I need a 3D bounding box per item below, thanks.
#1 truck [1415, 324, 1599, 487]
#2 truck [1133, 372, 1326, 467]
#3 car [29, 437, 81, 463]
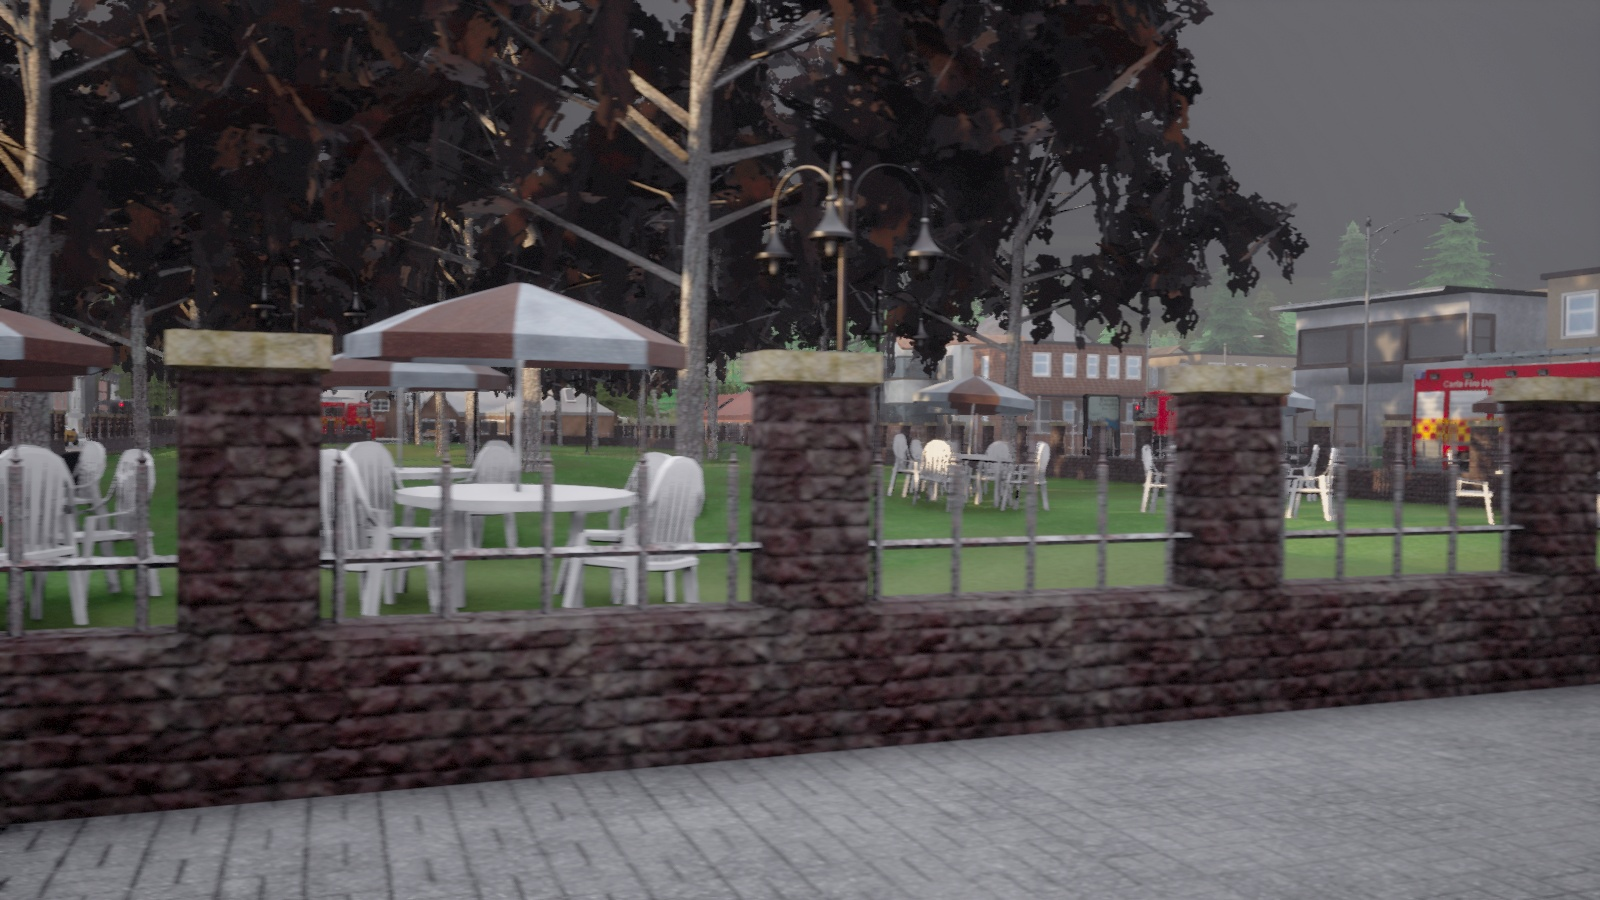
[{"bbox_3d":[19.803,-1.085,30.935,2.891,3.827,8.468,-1,1,-24],"label":"truck"},{"bbox_3d":[16.908,-1.183,50.142,2.891,3.462,7.936,-1,1,-20],"label":"truck"},{"bbox_3d":[-46.658,-0.040,78.741,1.801,1.575,5.366,-1,1,-20],"label":"car"}]
